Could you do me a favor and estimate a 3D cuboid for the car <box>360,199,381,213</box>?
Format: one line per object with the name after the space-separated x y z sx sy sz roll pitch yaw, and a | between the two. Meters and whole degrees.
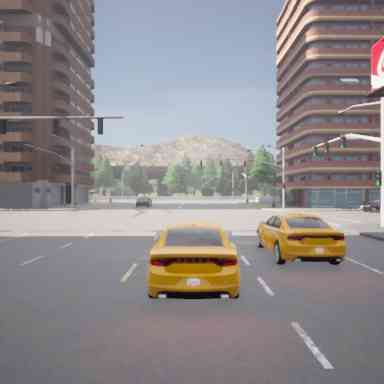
20.866 1.489 36.165 4.902 1.511 2.128 0 0 0 | car

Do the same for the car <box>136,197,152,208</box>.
-7.081 1.474 49.355 1.882 1.535 5.008 0 0 0 | car

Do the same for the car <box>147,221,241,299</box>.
0.050 1.477 8.497 1.882 1.535 5.008 0 0 1 | car

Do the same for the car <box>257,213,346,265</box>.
3.567 1.477 11.735 1.882 1.535 5.008 0 0 0 | car
